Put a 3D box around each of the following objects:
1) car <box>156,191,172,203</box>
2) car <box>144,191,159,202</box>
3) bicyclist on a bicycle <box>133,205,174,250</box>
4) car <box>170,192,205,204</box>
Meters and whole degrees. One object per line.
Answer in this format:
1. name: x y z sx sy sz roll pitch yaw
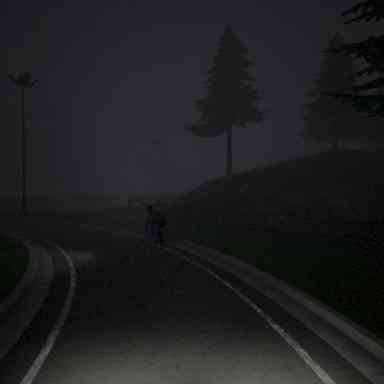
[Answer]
1. car: -3.313 1.078 57.045 4.674 1.442 1.812 -1 1 -44
2. car: -5.840 0.757 59.465 5.566 2.045 2.150 0 1 -44
3. bicyclist on a bicycle: -1.416 1.325 12.409 1.656 1.620 0.582 0 -2 -29
4. car: -0.721 1.072 54.689 4.892 1.490 1.837 -1 1 -44
